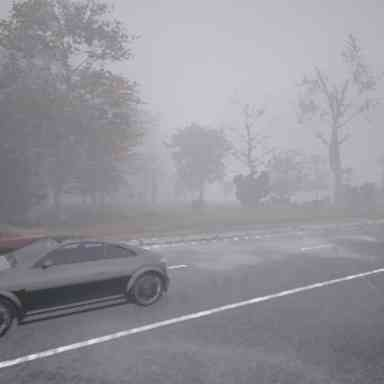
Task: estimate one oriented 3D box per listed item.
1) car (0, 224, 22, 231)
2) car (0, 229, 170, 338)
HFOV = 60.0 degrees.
[{"bbox_3d":[-6.143,1.449,8.121,5.008,1.535,1.882,0,0,-35],"label":"car"},{"bbox_3d":[-2.516,1.544,6.379,4.181,1.385,1.994,0,0,-34],"label":"car"}]
